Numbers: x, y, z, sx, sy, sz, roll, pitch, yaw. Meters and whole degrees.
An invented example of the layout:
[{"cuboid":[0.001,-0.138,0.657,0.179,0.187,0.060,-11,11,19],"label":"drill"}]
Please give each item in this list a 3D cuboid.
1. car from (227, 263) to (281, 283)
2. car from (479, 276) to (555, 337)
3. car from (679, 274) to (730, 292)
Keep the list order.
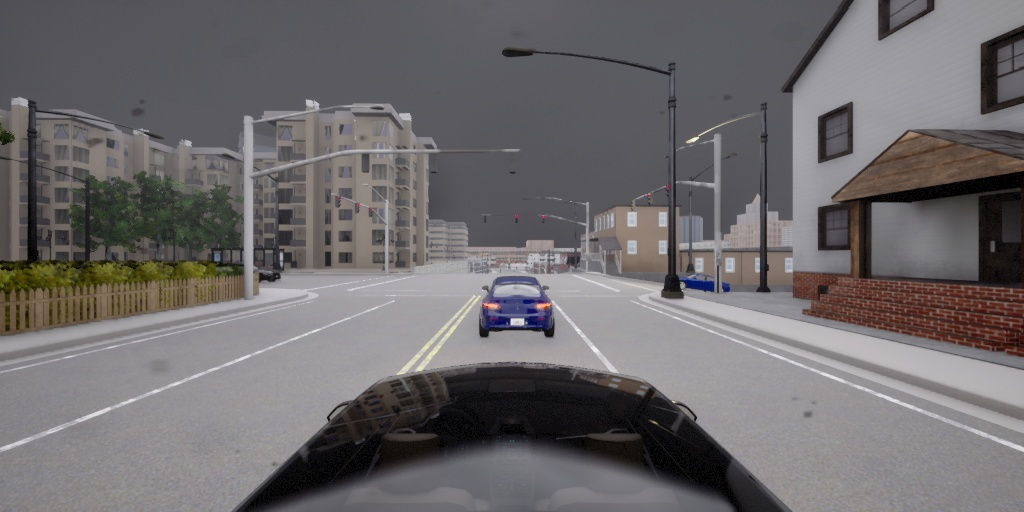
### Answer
[{"cuboid":[-19.880,1.255,26.647,4.892,1.490,1.837,0,0,1],"label":"car"},{"cuboid":[0.112,1.276,10.145,1.812,1.442,4.674,0,0,0],"label":"car"},{"cuboid":[15.384,2.209,29.825,5.008,1.535,1.882,9,0,1],"label":"car"}]
